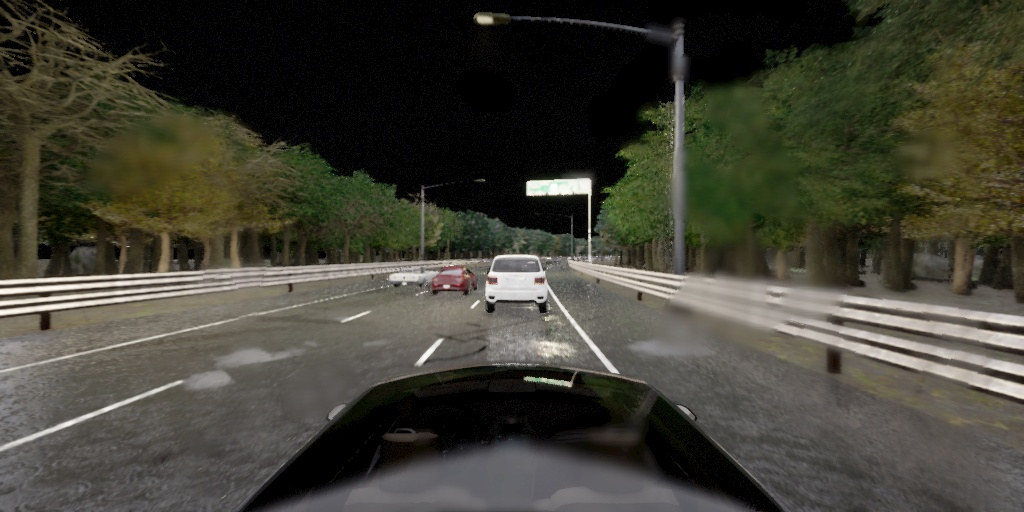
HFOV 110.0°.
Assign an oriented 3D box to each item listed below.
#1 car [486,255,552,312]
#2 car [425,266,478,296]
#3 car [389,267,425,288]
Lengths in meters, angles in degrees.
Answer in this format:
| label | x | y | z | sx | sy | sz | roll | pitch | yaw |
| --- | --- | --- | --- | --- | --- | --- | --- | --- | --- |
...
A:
| label | x | y | z | sx | sy | sz | roll | pitch | yaw |
| --- | --- | --- | --- | --- | --- | --- | --- | --- | --- |
| car | 0.223 | 0.979 | 14.443 | 2.150 | 2.045 | 5.566 | 0 | 0 | 2 |
| car | -2.986 | 1.279 | 19.246 | 1.812 | 1.442 | 4.674 | 0 | 0 | 3 |
| car | -6.323 | 1.346 | 23.731 | 1.895 | 1.301 | 4.718 | 1 | 0 | 3 |
